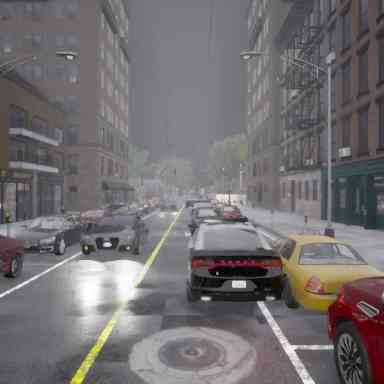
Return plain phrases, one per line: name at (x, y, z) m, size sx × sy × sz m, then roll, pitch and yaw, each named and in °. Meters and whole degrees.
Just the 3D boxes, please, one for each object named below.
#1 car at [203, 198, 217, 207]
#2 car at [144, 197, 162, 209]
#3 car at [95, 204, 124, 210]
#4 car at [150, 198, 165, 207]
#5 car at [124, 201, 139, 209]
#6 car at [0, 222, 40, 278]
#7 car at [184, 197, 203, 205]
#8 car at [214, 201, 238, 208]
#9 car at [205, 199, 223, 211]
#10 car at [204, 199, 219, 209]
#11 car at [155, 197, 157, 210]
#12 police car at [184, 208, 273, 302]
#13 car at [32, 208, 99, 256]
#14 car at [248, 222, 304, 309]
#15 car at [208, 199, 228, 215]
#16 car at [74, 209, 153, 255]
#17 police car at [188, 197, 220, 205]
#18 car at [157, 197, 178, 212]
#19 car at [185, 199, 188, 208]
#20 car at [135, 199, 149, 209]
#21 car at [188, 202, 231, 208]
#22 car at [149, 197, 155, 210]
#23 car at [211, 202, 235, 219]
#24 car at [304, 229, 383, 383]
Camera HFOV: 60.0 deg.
car at (2.689, 1.585, 51.650) m, size 1.947 × 1.339 × 4.313 m, roll 0°, pitch 0°, yaw 0°
car at (-5.341, 1.454, 46.138) m, size 1.967 × 1.590 × 4.097 m, roll 0°, pitch 0°, yaw 0°
car at (-5.368, 1.545, 18.544) m, size 1.887 × 1.381 × 4.507 m, roll 0°, pitch 0°, yaw 0°
car at (-5.336, 1.601, 51.657) m, size 1.802 × 1.307 × 4.206 m, roll 0°, pitch 0°, yaw 0°
car at (-5.362, 1.567, 24.063) m, size 1.947 × 1.339 × 4.313 m, roll 0°, pitch 0°, yaw 0°
car at (-5.379, 1.582, 7.506) m, size 1.802 × 1.307 × 4.206 m, roll 0°, pitch 0°, yaw 0°
car at (0.361, 1.590, 59.775) m, size 1.994 × 1.385 × 4.181 m, roll 0°, pitch 0°, yaw 23°
car at (2.663, 1.583, 24.059) m, size 1.802 × 1.307 × 4.206 m, roll 0°, pitch 0°, yaw 0°
car at (2.678, 1.554, 40.614) m, size 1.887 × 1.381 × 4.507 m, roll 0°, pitch 0°, yaw 0°
car at (2.684, 1.596, 46.132) m, size 1.802 × 1.307 × 4.206 m, roll 0°, pitch 0°, yaw 0°
car at (-5.347, 1.535, 40.449) m, size 1.752 × 1.417 × 4.829 m, roll 0°, pitch 0°, yaw 0°
police car at (0.834, 1.425, 8.465) m, size 1.930 × 1.638 × 5.238 m, roll 0°, pitch 0°, yaw 0°
car at (-5.373, 1.551, 13.025) m, size 2.008 × 1.369 × 4.403 m, roll 0°, pitch 0°, yaw 0°
car at (2.642, 1.525, 7.672) m, size 1.752 × 1.417 × 4.829 m, roll 0°, pitch 0°, yaw 0°
car at (2.673, 1.531, 35.266) m, size 1.752 × 1.417 × 4.829 m, roll 0°, pitch 0°, yaw 0°
car at (-2.838, 1.564, 13.113) m, size 1.994 × 1.385 × 4.181 m, roll 0°, pitch 0°, yaw 0°
police car at (0.850, 1.426, 24.465) m, size 1.930 × 1.638 × 5.238 m, roll 0°, pitch 0°, yaw 0°
car at (-2.708, 1.513, 39.284) m, size 1.837 × 1.490 × 4.892 m, roll 0°, pitch 0°, yaw 0°
car at (0.072, 1.493, 47.125) m, size 1.882 × 1.535 × 5.008 m, roll 0°, pitch 0°, yaw 1°
car at (-5.357, 1.553, 29.581) m, size 2.008 × 1.369 × 4.403 m, roll 0°, pitch 0°, yaw 0°
car at (0.844, 1.526, 18.355) m, size 1.812 × 1.442 × 4.674 m, roll 0°, pitch 0°, yaw 0°
car at (-5.352, 1.446, 35.100) m, size 1.967 × 1.590 × 4.097 m, roll 0°, pitch 0°, yaw 0°
car at (2.668, 1.584, 29.577) m, size 1.802 × 1.307 × 4.206 m, roll 0°, pitch 0°, yaw 0°
car at (2.641, 1.315, 1.986) m, size 2.192 × 1.841 × 5.009 m, roll 0°, pitch 0°, yaw 0°
